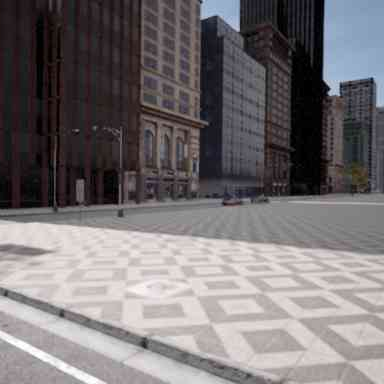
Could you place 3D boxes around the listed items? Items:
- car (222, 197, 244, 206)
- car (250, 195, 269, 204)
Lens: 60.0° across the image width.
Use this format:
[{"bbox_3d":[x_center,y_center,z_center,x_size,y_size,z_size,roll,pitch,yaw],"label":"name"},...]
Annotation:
[{"bbox_3d":[6.158,1.374,49.748,1.994,1.385,4.181,1,1,36],"label":"car"},{"bbox_3d":[11.879,1.259,57.941,2.128,1.511,4.902,1,1,35],"label":"car"}]
